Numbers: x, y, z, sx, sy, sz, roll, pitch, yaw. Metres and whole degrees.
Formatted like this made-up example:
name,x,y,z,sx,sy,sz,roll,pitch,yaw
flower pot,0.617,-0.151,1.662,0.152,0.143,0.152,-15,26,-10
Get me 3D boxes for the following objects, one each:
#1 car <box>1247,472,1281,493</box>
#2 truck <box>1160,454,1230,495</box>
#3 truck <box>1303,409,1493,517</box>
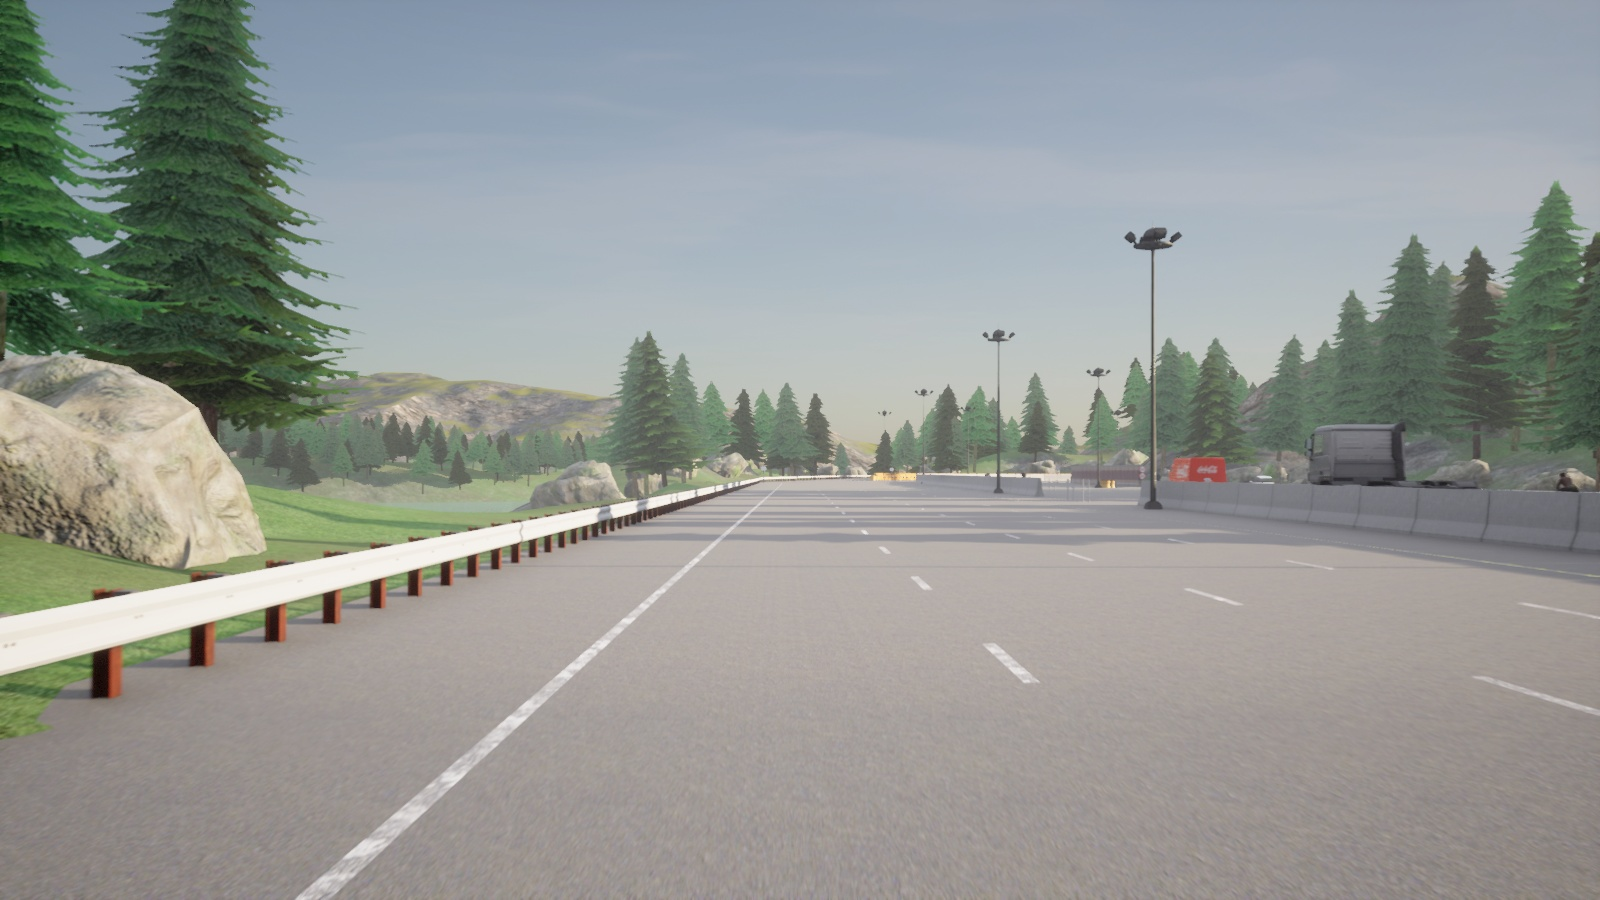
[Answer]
name,x,y,z,sx,sy,sz,roll,pitch,yaw
car,31.301,2.164,84.812,1.481,1.376,2.207,0,-1,0
truck,24.316,1.524,77.513,2.627,2.467,5.204,0,-1,0
truck,20.891,0.494,44.486,2.891,3.462,7.936,0,-1,0
